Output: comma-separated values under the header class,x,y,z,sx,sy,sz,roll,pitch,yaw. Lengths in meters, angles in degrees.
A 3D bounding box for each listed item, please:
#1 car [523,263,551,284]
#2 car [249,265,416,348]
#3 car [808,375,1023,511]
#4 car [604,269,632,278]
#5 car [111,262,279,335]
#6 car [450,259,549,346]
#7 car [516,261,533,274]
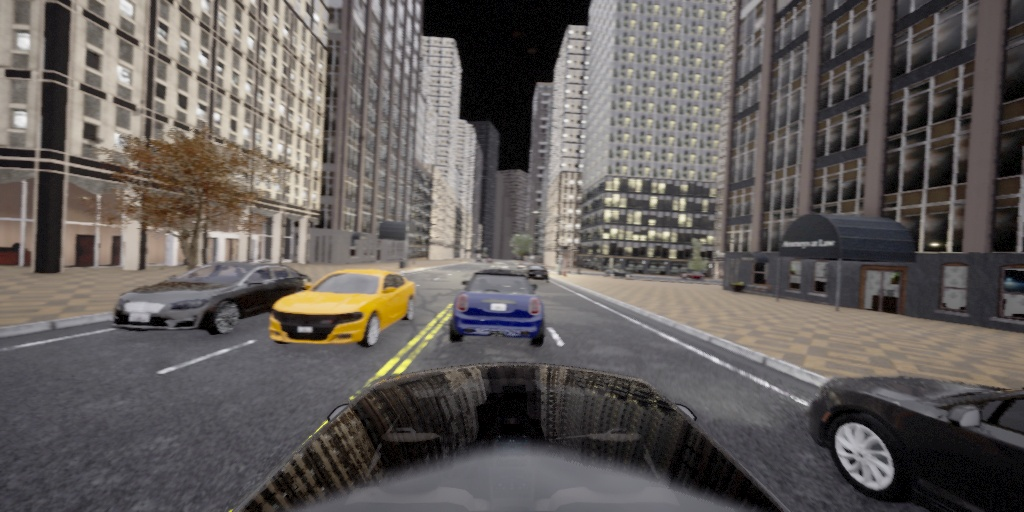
class,x,y,z,sx,sy,sz,roll,pitch,yaw
car,2.149,1.498,32.158,1.882,1.535,5.008,3,0,-2
car,-3.784,1.060,8.939,1.882,1.535,5.008,3,0,-2
car,4.171,1.480,1.850,1.837,1.490,4.892,3,0,-2
car,17.076,2.784,57.789,4.403,1.370,2.007,0,0,-3
car,-7.038,0.900,9.166,2.128,1.511,4.902,3,0,-2
car,-0.361,1.123,9.822,2.097,1.767,4.553,3,0,-2
car,1.671,1.576,49.406,2.128,1.511,4.902,3,0,2
